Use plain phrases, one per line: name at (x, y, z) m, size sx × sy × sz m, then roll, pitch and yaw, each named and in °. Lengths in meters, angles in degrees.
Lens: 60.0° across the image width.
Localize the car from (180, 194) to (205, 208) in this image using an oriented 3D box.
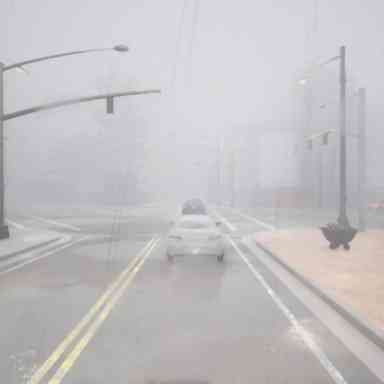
car at (0.180, 1.389, 31.004) m, size 2.097 × 1.767 × 4.553 m, roll 0°, pitch 0°, yaw 0°

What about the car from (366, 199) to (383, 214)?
car at (22.722, 1.590, 38.452) m, size 4.553 × 1.767 × 2.097 m, roll 1°, pitch 0°, yaw 0°

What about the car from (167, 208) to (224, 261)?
car at (0.109, 1.530, 12.101) m, size 1.812 × 1.442 × 4.674 m, roll 0°, pitch 0°, yaw 0°
